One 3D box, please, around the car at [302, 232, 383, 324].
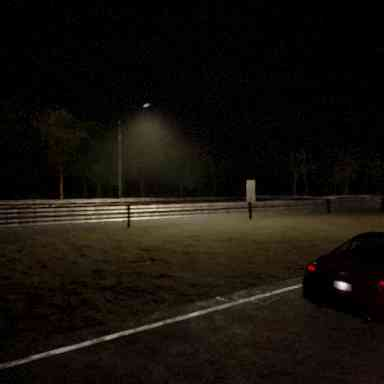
[{"bbox_3d":[4.136,1.519,6.699,4.181,1.385,1.994,0,0,-35],"label":"car"}]
